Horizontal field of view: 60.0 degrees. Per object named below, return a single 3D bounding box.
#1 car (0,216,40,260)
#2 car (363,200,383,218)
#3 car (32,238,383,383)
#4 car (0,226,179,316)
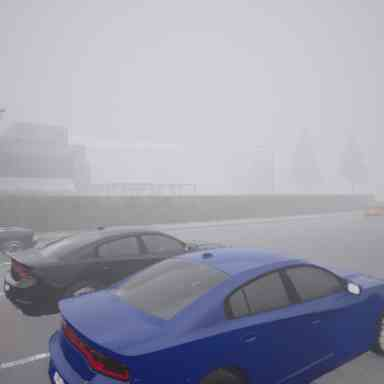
[{"bbox_3d":[-7.793,1.601,11.085,4.718,1.301,1.895,0,0,-35],"label":"car"},{"bbox_3d":[16.710,1.470,28.696,5.008,1.535,1.882,0,0,-37],"label":"car"},{"bbox_3d":[0.853,1.477,4.353,5.008,1.535,1.882,0,0,-35],"label":"car"},{"bbox_3d":[-1.174,1.477,7.206,5.008,1.535,1.882,0,0,-35],"label":"car"}]
